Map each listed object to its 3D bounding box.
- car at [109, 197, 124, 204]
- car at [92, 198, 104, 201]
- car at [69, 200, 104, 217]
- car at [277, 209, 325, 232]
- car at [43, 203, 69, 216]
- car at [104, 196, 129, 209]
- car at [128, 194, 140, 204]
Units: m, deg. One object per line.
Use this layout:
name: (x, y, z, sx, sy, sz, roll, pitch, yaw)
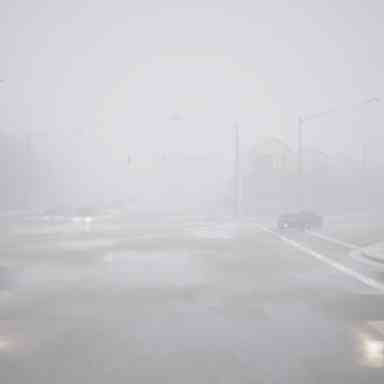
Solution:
car: (-15.559, 1.745, 69.085, 2.128, 1.511, 4.902, 0, -1, -1)
car: (-15.281, 1.733, 53.536, 1.882, 1.535, 5.008, 0, 2, -1)
car: (-11.439, 1.951, 36.349, 1.994, 1.385, 4.181, 0, 0, -1)
car: (7.783, 1.989, 23.544, 1.837, 1.490, 4.892, -1, -2, 42)
car: (-14.976, 1.909, 37.953, 2.033, 1.411, 5.357, 0, 0, -1)
car: (-11.759, 1.846, 52.159, 2.033, 1.411, 5.357, 0, 1, -1)
car: (-12.033, 1.463, 68.037, 2.150, 2.045, 5.566, 0, 0, -1)
